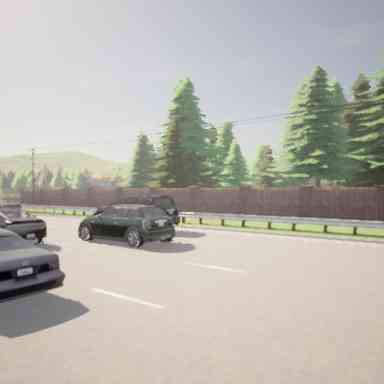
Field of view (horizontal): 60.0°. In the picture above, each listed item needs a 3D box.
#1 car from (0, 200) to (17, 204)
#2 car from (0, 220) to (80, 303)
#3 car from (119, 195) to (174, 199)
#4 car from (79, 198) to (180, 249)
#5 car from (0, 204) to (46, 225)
[{"bbox_3d":[-16.619,1.410,28.745,4.902,1.511,2.128,0,0,36],"label":"car"},{"bbox_3d":[-5.149,1.525,7.656,5.357,1.411,2.033,0,0,36],"label":"car"},{"bbox_3d":[-3.265,1.185,19.219,5.566,2.045,2.150,0,0,36],"label":"car"},{"bbox_3d":[-2.970,1.323,14.701,4.553,1.767,2.097,0,0,36],"label":"car"},{"bbox_3d":[-8.103,1.452,14.070,4.902,1.511,2.128,0,0,36],"label":"car"}]
